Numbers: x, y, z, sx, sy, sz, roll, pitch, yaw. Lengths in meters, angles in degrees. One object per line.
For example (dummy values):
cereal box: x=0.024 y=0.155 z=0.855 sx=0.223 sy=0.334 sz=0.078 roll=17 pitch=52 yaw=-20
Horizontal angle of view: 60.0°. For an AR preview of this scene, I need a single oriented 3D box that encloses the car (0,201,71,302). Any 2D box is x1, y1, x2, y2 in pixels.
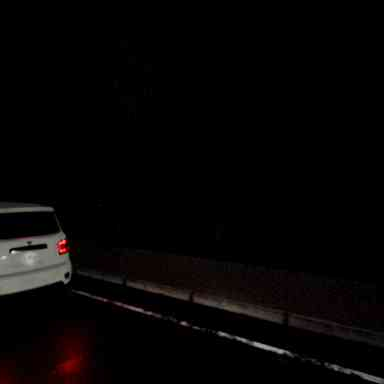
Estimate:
car: x=-4.997 y=1.227 z=7.376 sx=5.566 sy=2.045 sz=2.150 roll=0 pitch=0 yaw=36
